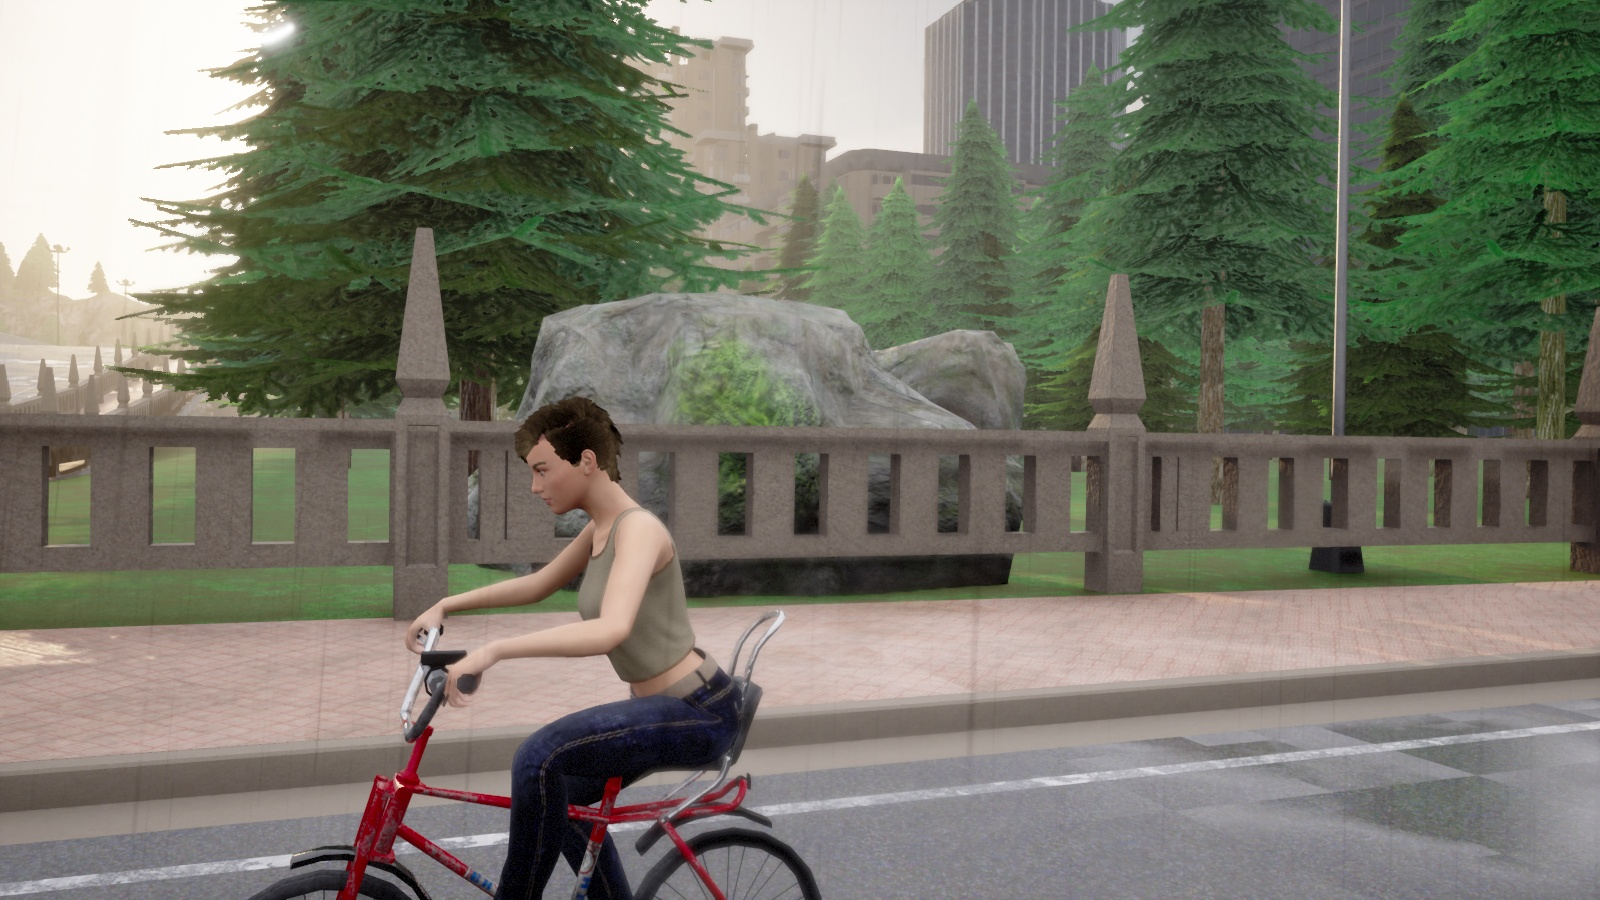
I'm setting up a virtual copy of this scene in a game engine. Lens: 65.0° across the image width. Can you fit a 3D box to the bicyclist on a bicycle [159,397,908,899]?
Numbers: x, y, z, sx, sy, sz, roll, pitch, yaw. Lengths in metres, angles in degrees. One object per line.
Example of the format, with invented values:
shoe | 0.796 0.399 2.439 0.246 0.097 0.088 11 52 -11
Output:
bicyclist on a bicycle | -0.616 0.692 2.999 1.509 1.612 0.866 -1 1 -20
